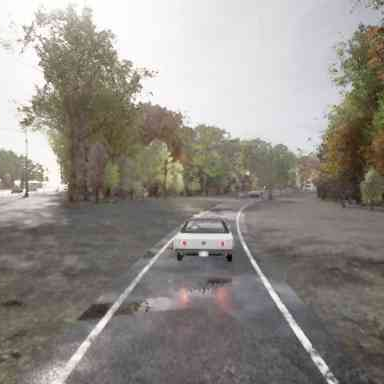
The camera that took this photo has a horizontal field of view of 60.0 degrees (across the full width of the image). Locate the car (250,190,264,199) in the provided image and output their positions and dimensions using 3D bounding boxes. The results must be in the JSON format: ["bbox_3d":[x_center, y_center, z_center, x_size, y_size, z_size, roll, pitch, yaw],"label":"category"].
[{"bbox_3d":[13.216,0.587,69.497,1.837,1.490,4.892,0,1,19],"label":"car"}]

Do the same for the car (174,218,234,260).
[{"bbox_3d":[0.517,1.600,12.375,1.895,1.301,4.718,0,0,4],"label":"car"}]

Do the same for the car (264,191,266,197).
[{"bbox_3d":[16.555,0.372,79.369,1.837,1.490,4.892,0,1,19],"label":"car"}]

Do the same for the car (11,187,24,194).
[{"bbox_3d":[-38.459,-0.354,73.433,2.033,1.411,5.357,0,1,-18],"label":"car"}]
